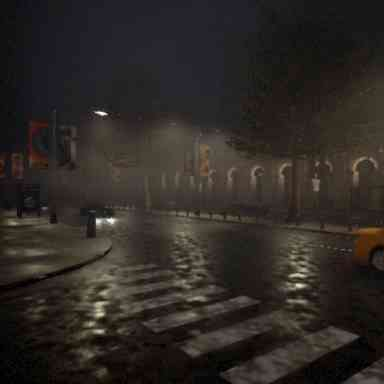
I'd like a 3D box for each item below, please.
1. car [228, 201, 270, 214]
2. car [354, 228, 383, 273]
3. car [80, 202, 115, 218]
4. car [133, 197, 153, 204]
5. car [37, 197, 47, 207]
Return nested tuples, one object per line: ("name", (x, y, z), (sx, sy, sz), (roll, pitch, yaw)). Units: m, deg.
("car", (5.962, 1.623, 35.686), (1.895, 1.301, 4.718), (0, 0, -36))
("car", (6.888, 1.491, 8.602), (1.882, 1.535, 5.008), (0, 0, -36))
("car", (-8.540, 1.562, 29.802), (1.994, 1.385, 4.181), (0, 0, -36))
("car", (-9.200, 1.605, 61.895), (1.895, 1.301, 4.718), (0, 0, -36))
("car", (-23.385, 1.510, 50.328), (1.812, 1.442, 4.674), (0, 0, -36))
